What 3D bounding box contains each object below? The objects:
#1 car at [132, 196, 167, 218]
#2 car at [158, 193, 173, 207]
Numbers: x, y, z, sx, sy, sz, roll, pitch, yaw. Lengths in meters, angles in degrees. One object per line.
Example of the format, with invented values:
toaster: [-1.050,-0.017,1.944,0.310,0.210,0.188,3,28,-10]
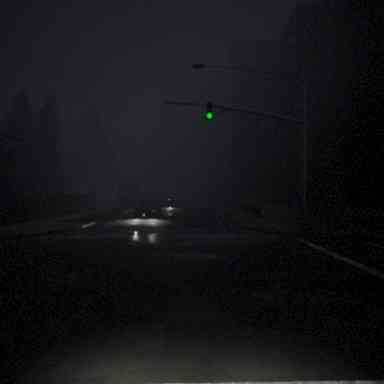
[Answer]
car: [-3.525,1.276,27.095,2.033,1.411,5.357,0,1,0]
car: [-3.474,0.937,41.557,2.097,1.767,4.553,0,0,0]
